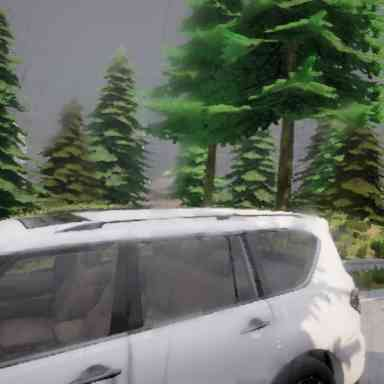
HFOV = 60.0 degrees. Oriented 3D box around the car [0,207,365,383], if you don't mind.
[{"bbox_3d":[-0.962,1.183,2.706,5.566,2.045,2.150,1,0,-31],"label":"car"}]
